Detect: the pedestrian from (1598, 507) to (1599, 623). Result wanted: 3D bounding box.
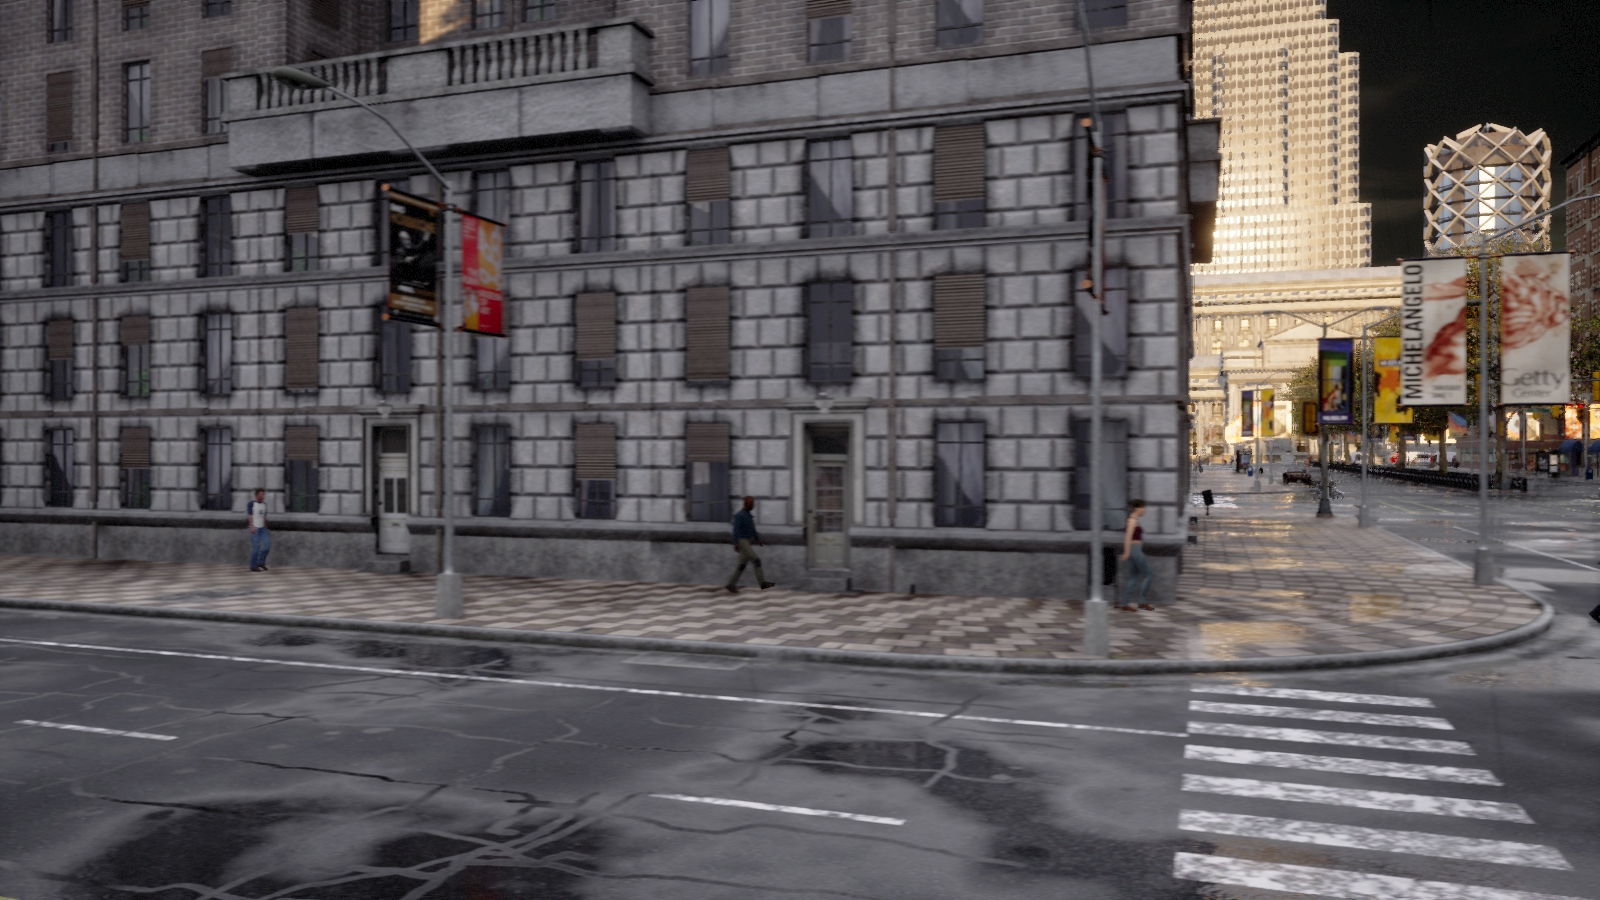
[{"bbox_3d":[13.021,1.849,18.252,0.375,1.860,0.375,0,0,20],"label":"pedestrian"}]

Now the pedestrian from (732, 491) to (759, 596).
[{"bbox_3d":[-0.994,1.696,20.836,0.375,1.860,0.375,0,0,21],"label":"pedestrian"}]

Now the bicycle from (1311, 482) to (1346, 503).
[{"bbox_3d":[28.015,2.257,60.554,1.487,1.080,0.859,0,0,5],"label":"bicycle"}]

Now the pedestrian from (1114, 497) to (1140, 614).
[{"bbox_3d":[5.292,1.696,18.524,0.375,1.860,0.375,0,0,11],"label":"pedestrian"}]

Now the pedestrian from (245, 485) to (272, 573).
[{"bbox_3d":[-11.683,1.695,24.647,0.375,1.860,0.375,0,0,20],"label":"pedestrian"}]

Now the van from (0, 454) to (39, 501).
[{"bbox_3d":[-45.602,1.530,63.183,1.988,2.561,5.915,0,0,17],"label":"van"}]
